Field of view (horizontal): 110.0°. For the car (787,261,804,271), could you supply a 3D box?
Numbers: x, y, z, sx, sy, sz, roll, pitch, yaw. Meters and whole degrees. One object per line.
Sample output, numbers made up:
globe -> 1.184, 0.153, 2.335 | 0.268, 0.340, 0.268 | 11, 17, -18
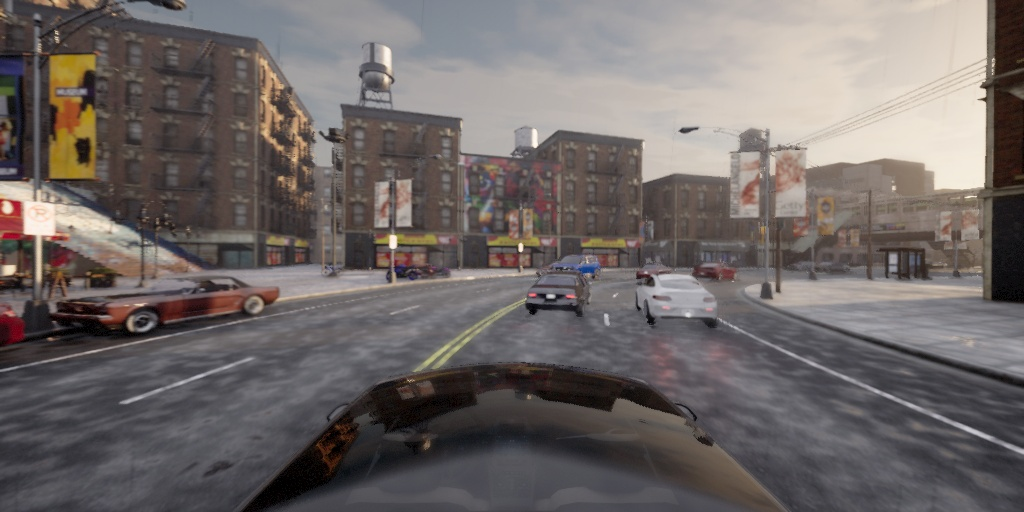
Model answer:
car -> 40.910, 1.455, 50.396 | 4.181, 1.385, 1.994 | 0, 0, -16

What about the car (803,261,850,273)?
car -> 41.555, 1.455, 46.940 | 5.357, 1.411, 2.033 | 0, 0, -16

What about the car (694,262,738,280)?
car -> 17.155, 1.263, 30.113 | 5.008, 1.535, 1.882 | 0, 0, -38

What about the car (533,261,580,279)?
car -> 4.064, 1.213, 32.275 | 1.812, 1.442, 4.674 | 0, 0, 42

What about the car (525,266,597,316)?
car -> 1.886, 1.276, 13.351 | 2.033, 1.411, 5.357 | 0, 0, 16

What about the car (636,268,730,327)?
car -> 5.141, 1.282, 11.611 | 1.812, 1.442, 4.674 | 0, 0, 14

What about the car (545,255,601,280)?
car -> 5.017, 0.928, 28.063 | 2.150, 2.045, 5.566 | 0, 0, 37

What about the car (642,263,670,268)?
car -> 12.341, 1.315, 30.571 | 4.181, 1.385, 1.994 | 0, 0, -44
